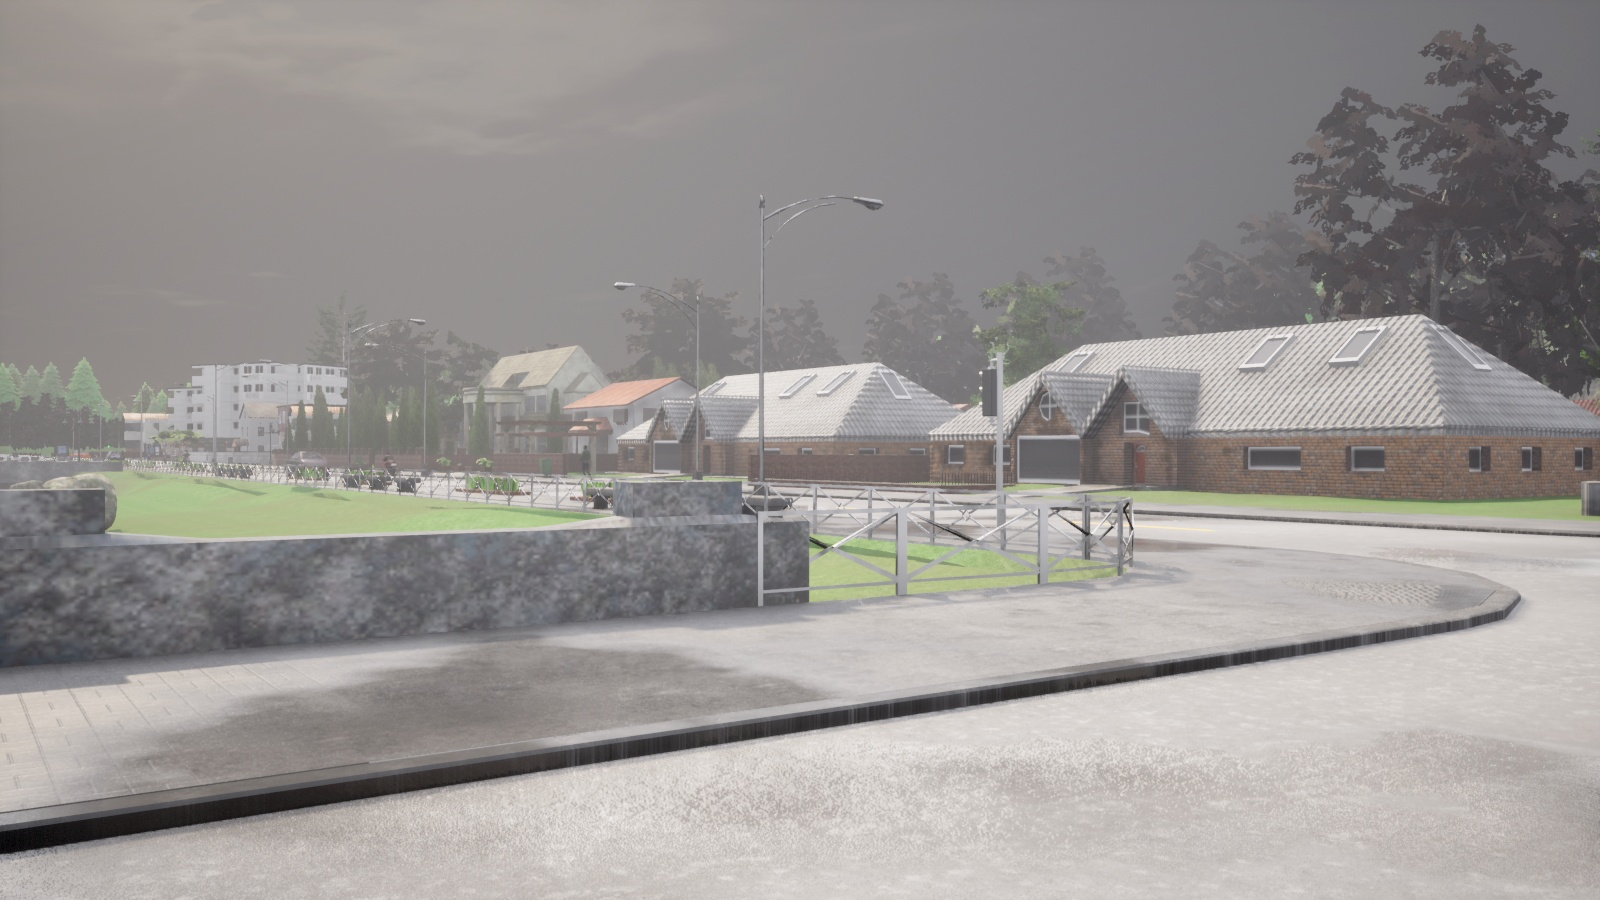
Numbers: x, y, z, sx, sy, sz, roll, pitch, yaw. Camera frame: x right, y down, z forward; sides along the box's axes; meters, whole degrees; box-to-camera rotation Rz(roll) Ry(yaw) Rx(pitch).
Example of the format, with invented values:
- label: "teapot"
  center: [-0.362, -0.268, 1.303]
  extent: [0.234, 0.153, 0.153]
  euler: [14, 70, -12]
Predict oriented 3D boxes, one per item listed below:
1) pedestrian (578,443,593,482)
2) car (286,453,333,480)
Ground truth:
- label: "pedestrian"
  center: [-10.694, 0.630, 62.569]
  extent: [0.423, 1.949, 0.788]
  euler: [0, 0, -38]
- label: "car"
  center: [-28.729, 0.964, 73.504]
  extent: [1.789, 1.549, 3.705]
  euler: [0, 0, -35]
